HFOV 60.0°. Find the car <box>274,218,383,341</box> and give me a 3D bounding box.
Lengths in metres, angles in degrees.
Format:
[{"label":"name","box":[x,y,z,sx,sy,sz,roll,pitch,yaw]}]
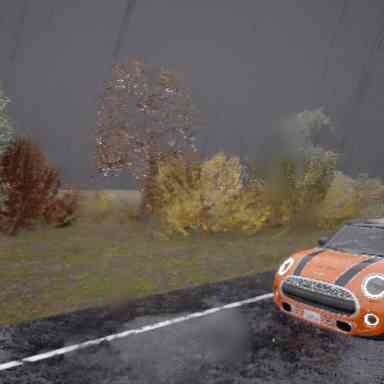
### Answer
[{"label":"car","box":[3.705,1.349,6.511,4.553,1.767,2.097,0,0,-36]}]
